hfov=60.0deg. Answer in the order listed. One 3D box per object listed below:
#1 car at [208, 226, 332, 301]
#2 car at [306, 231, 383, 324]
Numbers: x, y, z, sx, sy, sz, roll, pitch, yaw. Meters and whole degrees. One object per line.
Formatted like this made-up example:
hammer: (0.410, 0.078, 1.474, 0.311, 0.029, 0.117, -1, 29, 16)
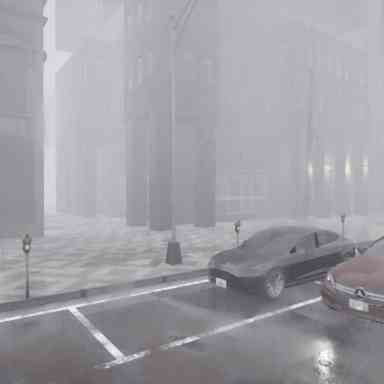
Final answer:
car: (2.397, 1.566, 8.345, 4.313, 1.339, 1.947, 0, 0, -35)
car: (4.524, 1.526, 6.587, 4.674, 1.442, 1.812, 0, 0, -35)
